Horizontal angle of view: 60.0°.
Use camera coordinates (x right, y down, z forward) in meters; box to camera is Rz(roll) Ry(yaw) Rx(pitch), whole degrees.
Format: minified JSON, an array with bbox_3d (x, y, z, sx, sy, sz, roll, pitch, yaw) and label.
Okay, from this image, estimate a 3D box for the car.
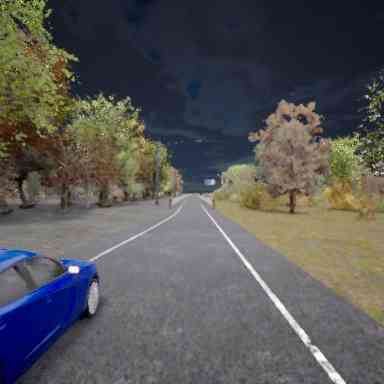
[{"bbox_3d":[-2.746,1.491,4.400,1.882,1.535,5.008,0,0,2],"label":"car"}]
